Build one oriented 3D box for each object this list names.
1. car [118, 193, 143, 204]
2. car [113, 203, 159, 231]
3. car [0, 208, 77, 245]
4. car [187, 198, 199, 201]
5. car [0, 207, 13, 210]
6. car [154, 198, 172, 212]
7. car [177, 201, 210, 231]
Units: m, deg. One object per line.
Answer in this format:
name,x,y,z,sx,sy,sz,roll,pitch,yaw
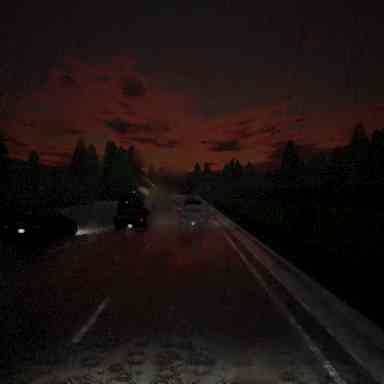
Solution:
car,-6.904,1.178,37.831,2.150,2.045,5.566,0,0,0
car,-3.402,1.577,20.507,1.895,1.301,4.718,0,0,0
car,-6.902,1.546,15.466,1.994,1.385,4.181,0,0,0
car,0.096,1.461,38.479,1.837,1.490,4.892,0,0,0
car,-10.402,1.526,17.963,2.033,1.411,5.357,0,0,0
car,-3.404,1.447,38.415,2.128,1.511,4.902,0,0,0
car,0.085,1.502,20.395,1.812,1.442,4.674,0,0,0
